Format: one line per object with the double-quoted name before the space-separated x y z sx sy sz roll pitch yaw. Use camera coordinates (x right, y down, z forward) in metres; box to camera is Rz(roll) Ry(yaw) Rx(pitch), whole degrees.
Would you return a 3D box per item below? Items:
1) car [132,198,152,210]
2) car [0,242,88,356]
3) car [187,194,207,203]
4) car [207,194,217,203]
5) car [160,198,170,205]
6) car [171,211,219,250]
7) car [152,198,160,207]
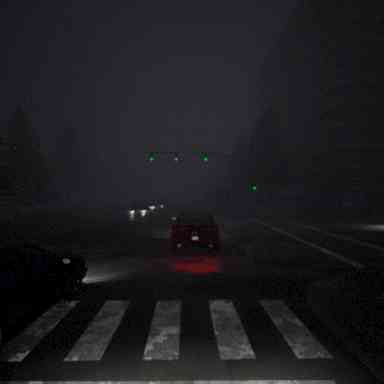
"car" -7.034 1.655 45.672 1.812 1.442 4.674 0 0 0
"car" -3.397 1.563 5.481 2.033 1.411 5.357 0 0 0
"car" 0.838 1.693 74.329 1.882 1.535 5.008 0 0 30
"car" 4.730 1.441 74.197 2.150 2.045 5.566 0 0 30
"car" -5.931 1.789 65.791 1.895 1.301 4.718 0 0 12
"car" 0.122 1.559 14.753 1.882 1.535 5.008 0 0 0
"car" -6.933 1.722 55.550 1.994 1.385 4.181 0 0 1
